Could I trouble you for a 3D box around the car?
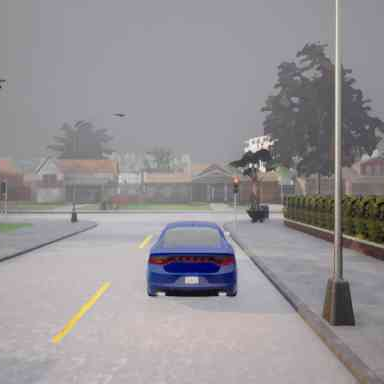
[{"bbox_3d":[0.014,1.478,8.624,1.882,1.535,5.008,0,0,0],"label":"car"}]
